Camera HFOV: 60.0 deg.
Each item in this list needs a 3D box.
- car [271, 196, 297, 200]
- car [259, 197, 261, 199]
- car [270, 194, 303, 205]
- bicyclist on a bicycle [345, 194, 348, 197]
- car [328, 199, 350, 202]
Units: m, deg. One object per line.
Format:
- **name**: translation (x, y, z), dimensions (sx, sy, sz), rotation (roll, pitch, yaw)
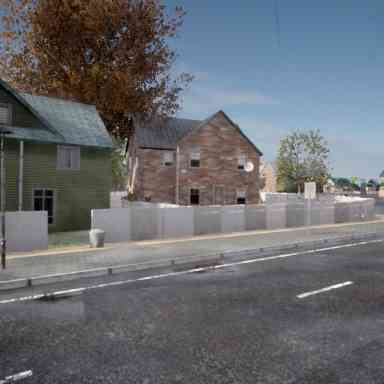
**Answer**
- **car**: translation (12.872, 1.010, 46.160), dimensions (1.882, 1.535, 5.008), rotation (1, 0, -20)
- **car**: translation (9.560, 0.979, 55.482), dimensions (1.895, 1.301, 4.718), rotation (1, 0, -19)
- **car**: translation (14.320, 1.081, 50.862), dimensions (2.033, 1.411, 5.357), rotation (1, 0, -20)
- **bicyclist on a bicycle**: translation (20.102, 1.036, 43.343), dimensions (1.656, 1.620, 0.582), rotation (1, 0, -20)
- **car**: translation (16.190, 1.191, 36.835), dimensions (1.837, 1.490, 4.892), rotation (1, 1, -20)
